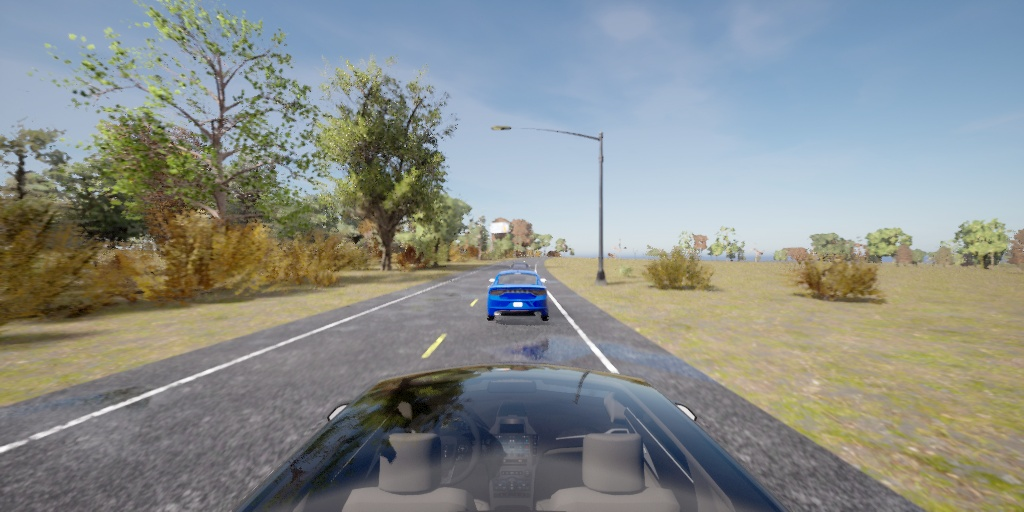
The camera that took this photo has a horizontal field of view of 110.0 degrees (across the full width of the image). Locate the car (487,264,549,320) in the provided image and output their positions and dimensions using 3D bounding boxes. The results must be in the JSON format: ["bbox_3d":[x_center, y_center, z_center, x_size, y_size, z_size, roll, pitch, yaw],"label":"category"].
[{"bbox_3d":[0.201,1.226,12.676,1.882,1.535,5.008,0,0,1],"label":"car"}]
